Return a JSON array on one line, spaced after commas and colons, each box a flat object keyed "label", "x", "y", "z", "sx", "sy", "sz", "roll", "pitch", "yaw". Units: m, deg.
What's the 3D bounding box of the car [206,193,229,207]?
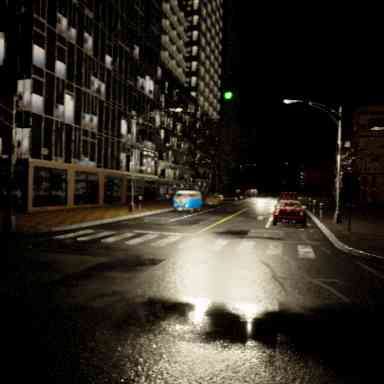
[{"label": "car", "x": 2.742, "y": 0.894, "z": 39.436, "sx": 1.752, "sy": 1.417, "sz": 4.829, "roll": 3, "pitch": 1, "yaw": 16}]

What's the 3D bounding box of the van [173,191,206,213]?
[{"label": "van", "x": -0.344, "y": 0.819, "z": 28.691, "sx": 1.690, "sy": 1.788, "sz": 3.998, "roll": 3, "pitch": 1, "yaw": 16}]

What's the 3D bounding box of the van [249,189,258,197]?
[{"label": "van", "x": 15.359, "y": 0.263, "z": 83.212, "sx": 1.690, "sy": 1.788, "sz": 3.998, "roll": 3, "pitch": 1, "yaw": 16}]

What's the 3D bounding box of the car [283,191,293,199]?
[{"label": "car", "x": 21.844, "y": 0.665, "z": 75.483, "sx": 1.967, "sy": 1.590, "sz": 4.097, "roll": 3, "pitch": 1, "yaw": 16}]

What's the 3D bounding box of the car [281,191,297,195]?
[{"label": "car", "x": 9.288, "y": 0.986, "z": 31.863, "sx": 2.192, "sy": 1.841, "sz": 5.009, "roll": 3, "pitch": 1, "yaw": 16}]

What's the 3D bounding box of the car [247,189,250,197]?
[{"label": "car", "x": 9.068, "y": 0.710, "z": 61.408, "sx": 1.947, "sy": 1.339, "sz": 4.313, "roll": 3, "pitch": 1, "yaw": 16}]

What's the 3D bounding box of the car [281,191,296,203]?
[{"label": "car", "x": 15.569, "y": 0.763, "z": 53.672, "sx": 2.192, "sy": 1.841, "sz": 5.009, "roll": 3, "pitch": 1, "yaw": 16}]

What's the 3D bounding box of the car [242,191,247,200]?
[{"label": "car", "x": 7.498, "y": 0.766, "z": 55.957, "sx": 1.947, "sy": 1.339, "sz": 4.313, "roll": 3, "pitch": 1, "yaw": 16}]

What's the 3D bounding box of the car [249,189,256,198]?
[{"label": "car", "x": 12.210, "y": 0.584, "z": 72.312, "sx": 2.008, "sy": 1.369, "sz": 4.403, "roll": 3, "pitch": 1, "yaw": 16}]

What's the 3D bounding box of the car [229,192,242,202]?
[{"label": "car", "x": 5.927, "y": 0.838, "z": 50.505, "sx": 1.802, "sy": 1.307, "sz": 4.206, "roll": 3, "pitch": 1, "yaw": 16}]

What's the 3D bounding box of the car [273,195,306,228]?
[{"label": "car", "x": 6.142, "y": 1.222, "z": 20.962, "sx": 1.967, "sy": 1.590, "sz": 4.097, "roll": 3, "pitch": 1, "yaw": 16}]
